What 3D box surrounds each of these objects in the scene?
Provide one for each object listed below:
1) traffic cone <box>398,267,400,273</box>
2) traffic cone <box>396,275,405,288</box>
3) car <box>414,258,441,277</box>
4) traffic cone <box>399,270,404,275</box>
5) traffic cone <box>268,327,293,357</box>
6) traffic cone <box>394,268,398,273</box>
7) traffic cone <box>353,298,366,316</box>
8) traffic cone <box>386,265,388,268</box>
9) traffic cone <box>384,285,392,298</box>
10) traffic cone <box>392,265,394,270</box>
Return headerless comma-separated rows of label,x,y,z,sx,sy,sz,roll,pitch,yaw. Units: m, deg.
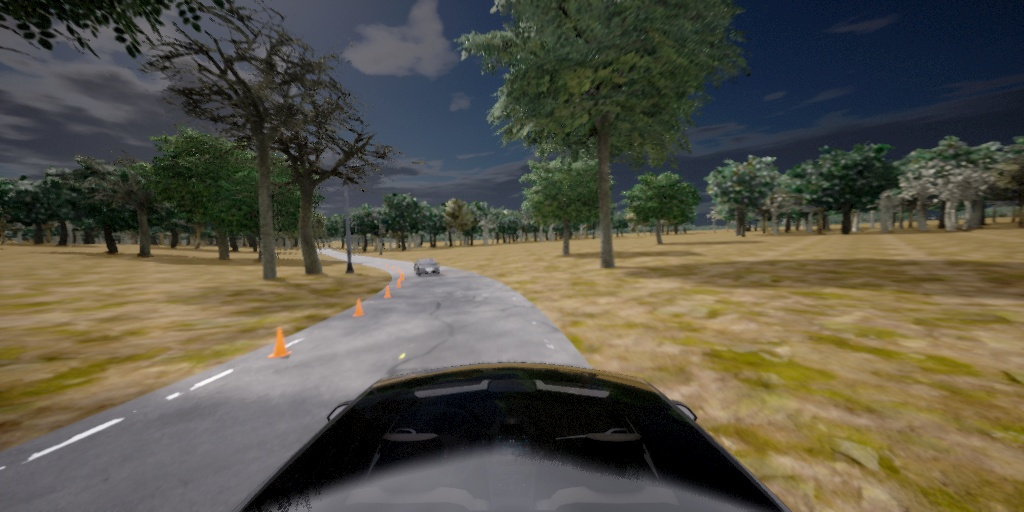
traffic cone,-9.576,1.468,31.300,0.340,0.580,0.340,0,0,-19
traffic cone,-6.901,1.624,21.987,0.340,0.580,0.340,0,0,-13
car,-7.408,0.930,31.156,2.128,1.511,4.902,-3,2,-19
traffic cone,-8.106,1.549,26.681,0.340,0.580,0.340,0,0,-16
traffic cone,-4.901,1.797,7.596,0.340,0.580,0.340,0,0,-3
traffic cone,-11.305,1.380,35.826,0.340,0.580,0.340,0,0,-22
traffic cone,-5.295,1.748,12.429,0.340,0.580,0.340,0,0,-6
traffic cone,-15.517,1.186,44.550,0.340,0.580,0.340,0,0,-29
traffic cone,-5.962,1.690,17.231,0.340,0.580,0.340,0,0,-10
traffic cone,-13.287,1.286,40.248,0.340,0.580,0.340,0,0,-26
